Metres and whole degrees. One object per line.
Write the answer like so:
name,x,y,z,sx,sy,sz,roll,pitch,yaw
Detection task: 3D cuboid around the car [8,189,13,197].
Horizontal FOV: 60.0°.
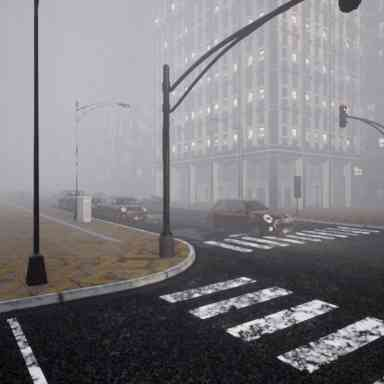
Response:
car,-30.540,0.321,58.508,2.008,1.369,4.403,1,0,-36

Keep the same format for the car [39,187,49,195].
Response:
car,-33.501,-0.021,77.050,1.887,1.381,4.507,1,0,-36

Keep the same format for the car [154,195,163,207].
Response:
car,-4.303,0.982,36.233,1.802,1.307,4.206,1,0,-36

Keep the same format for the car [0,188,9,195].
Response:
car,-43.513,-0.113,76.642,1.887,1.381,4.507,1,0,-36

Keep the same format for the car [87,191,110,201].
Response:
car,-14.036,0.643,49.839,1.947,1.339,4.313,1,0,-36

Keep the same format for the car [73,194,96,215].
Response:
car,-7.839,1.103,26.773,1.802,1.307,4.206,1,0,-36

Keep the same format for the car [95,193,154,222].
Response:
car,-4.592,1.068,22.239,1.967,1.590,4.097,1,0,-36

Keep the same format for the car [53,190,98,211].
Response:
car,-11.075,0.729,31.306,2.192,1.841,5.009,1,0,-36

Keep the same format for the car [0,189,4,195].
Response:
car,-37.027,0.107,67.575,2.008,1.369,4.403,1,0,-36

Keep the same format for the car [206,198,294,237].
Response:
car,2.821,1.145,16.751,2.097,1.767,4.553,0,1,-39

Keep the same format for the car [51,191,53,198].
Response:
car,-16.005,0.724,42.673,2.033,1.411,5.357,0,1,-35

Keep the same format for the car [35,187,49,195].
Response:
car,-36.740,-0.357,81.585,2.192,1.841,5.009,1,0,-36

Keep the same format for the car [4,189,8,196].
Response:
car,-33.783,0.208,63.041,1.887,1.381,4.507,1,0,-36

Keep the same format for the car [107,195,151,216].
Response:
car,-5.385,1.054,27.773,1.812,1.442,4.674,0,1,-36

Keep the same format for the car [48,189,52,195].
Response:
car,-23.089,0.378,58.018,1.812,1.442,4.674,0,1,-36

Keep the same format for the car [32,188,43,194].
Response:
car,-39.990,-0.213,86.121,1.947,1.339,4.313,1,0,-36

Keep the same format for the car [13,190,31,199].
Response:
car,-27.297,0.422,53.974,1.887,1.381,4.507,1,0,-36

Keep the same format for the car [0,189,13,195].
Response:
car,-40.271,0.015,72.108,1.947,1.339,4.313,1,0,-36
